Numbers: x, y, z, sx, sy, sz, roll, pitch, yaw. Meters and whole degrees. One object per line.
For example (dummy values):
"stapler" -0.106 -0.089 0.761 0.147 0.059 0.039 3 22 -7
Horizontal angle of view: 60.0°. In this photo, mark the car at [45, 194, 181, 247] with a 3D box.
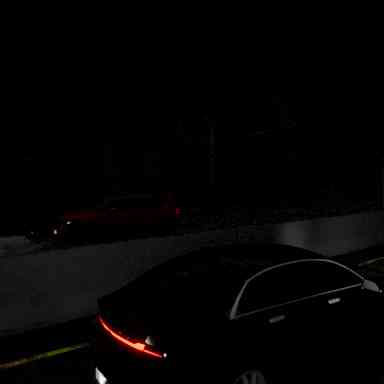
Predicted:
"car" -3.117 1.144 14.669 5.566 2.045 2.150 -2 1 -36

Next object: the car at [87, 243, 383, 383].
"car" 1.113 1.477 4.550 4.892 1.490 1.837 -1 1 -35

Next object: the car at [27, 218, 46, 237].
"car" -5.782 1.542 17.068 4.718 1.301 1.895 -2 1 -36
